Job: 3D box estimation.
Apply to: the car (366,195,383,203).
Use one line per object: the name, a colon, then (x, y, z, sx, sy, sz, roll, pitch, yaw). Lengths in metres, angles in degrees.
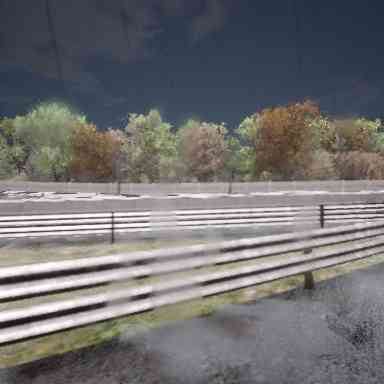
car: (18.353, 0.981, 30.875, 4.181, 1.385, 1.994, -1, 0, -11)
